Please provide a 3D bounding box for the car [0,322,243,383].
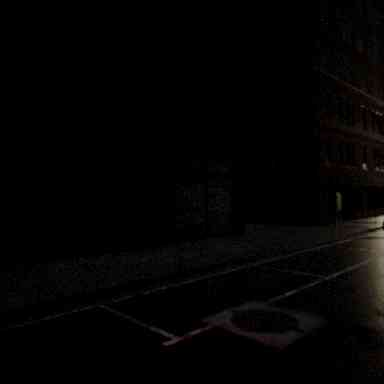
[{"bbox_3d":[-1.882,1.667,1.605,4.718,1.301,1.895,0,-1,-43],"label":"car"}]
